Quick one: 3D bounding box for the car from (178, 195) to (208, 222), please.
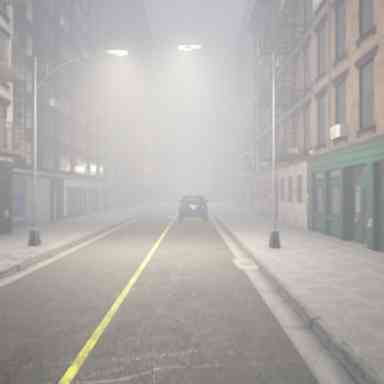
[{"bbox_3d":[0.101,1.234,26.581,2.150,2.045,5.566,0,0,0],"label":"car"}]

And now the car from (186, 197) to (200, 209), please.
[{"bbox_3d":[0.101,1.498,45.707,1.882,1.535,5.008,0,0,0],"label":"car"}]
